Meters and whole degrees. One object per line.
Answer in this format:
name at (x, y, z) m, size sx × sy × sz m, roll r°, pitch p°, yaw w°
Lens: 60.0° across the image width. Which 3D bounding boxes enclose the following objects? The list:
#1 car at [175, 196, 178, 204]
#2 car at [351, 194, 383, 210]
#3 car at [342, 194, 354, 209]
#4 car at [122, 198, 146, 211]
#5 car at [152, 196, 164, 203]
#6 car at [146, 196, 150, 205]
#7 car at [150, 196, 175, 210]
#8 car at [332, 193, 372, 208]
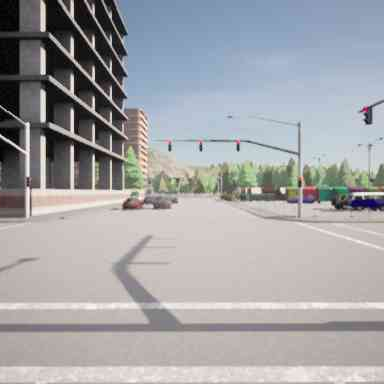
car at (-3.573, 1.501, 61.776) m, size 1.994 × 1.385 × 4.181 m, roll 0°, pitch 0°, yaw 1°
car at (25.201, 1.403, 46.936) m, size 3.806 × 1.475 × 1.970 m, roll 0°, pitch 0°, yaw 1°
car at (25.236, 1.368, 49.830) m, size 3.905 × 1.438 × 1.784 m, roll 0°, pitch 0°, yaw 1°
car at (-7.222, 1.436, 40.545) m, size 1.882 × 1.535 × 5.008 m, roll 0°, pitch 0°, yaw 0°
car at (-6.984, 1.517, 69.155) m, size 2.033 × 1.411 × 5.357 m, roll 0°, pitch 0°, yaw 0°
car at (-7.052, 1.449, 55.881) m, size 1.837 × 1.490 × 4.892 m, roll 0°, pitch 0°, yaw 0°
car at (-3.709, 1.308, 42.310) m, size 2.097 × 1.767 × 4.553 m, roll 0°, pitch 0°, yaw 0°
car at (25.217, 1.155, 52.514) m, size 4.605 × 1.855 × 1.932 m, roll 0°, pitch 0°, yaw 1°
